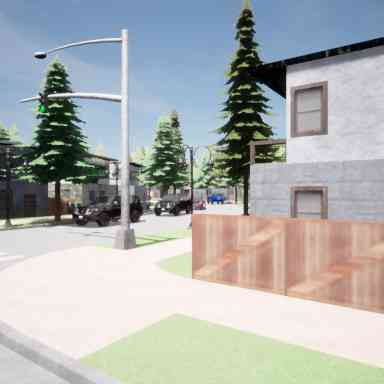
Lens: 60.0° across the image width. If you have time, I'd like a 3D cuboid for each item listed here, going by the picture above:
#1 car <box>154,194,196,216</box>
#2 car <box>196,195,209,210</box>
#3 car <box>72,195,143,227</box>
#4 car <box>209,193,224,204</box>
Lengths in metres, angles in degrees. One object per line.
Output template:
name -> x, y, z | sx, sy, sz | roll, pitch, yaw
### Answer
car -> -1.747, 1.202, 32.471 | 2.150, 2.045, 5.566 | 0, 0, 18
car -> 0.510, 1.333, 42.070 | 2.097, 1.767, 4.553 | 0, 0, 9
car -> -5.640, 1.202, 23.094 | 2.150, 2.045, 5.566 | 0, 0, 27
car -> 4.266, 1.202, 60.854 | 2.150, 2.045, 5.566 | 0, 0, -9
